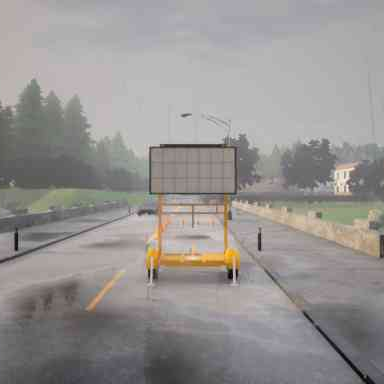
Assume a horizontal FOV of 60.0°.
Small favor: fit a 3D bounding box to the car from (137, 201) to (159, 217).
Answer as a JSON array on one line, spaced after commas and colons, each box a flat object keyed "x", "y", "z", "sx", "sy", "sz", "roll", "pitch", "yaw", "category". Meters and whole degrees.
[{"x": -4.012, "y": 1.547, "z": 31.864, "sx": 2.033, "sy": 1.411, "sz": 5.357, "roll": 0, "pitch": 0, "yaw": 0, "category": "car"}]

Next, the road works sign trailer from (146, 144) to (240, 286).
[{"x": 0.026, "y": 0.464, "z": 9.353, "sx": 2.380, "sy": 3.560, "sz": 2.880, "roll": 0, "pitch": 0, "yaw": 0, "category": "road works sign trailer"}]
